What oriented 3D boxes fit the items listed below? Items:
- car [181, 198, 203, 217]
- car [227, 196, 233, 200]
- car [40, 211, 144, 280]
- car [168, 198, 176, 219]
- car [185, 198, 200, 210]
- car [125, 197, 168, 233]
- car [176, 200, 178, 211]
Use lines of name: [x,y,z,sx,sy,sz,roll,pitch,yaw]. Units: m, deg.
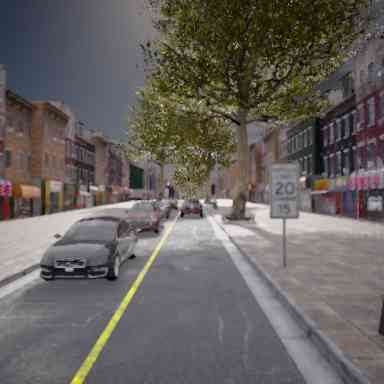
car: [0.005,1.396,32.155,2.097,1.767,4.553,0,0,0]
car: [12.149,1.564,91.479,4.829,1.417,1.752,-1,-1,0]
car: [-2.845,1.551,10.139,1.837,1.490,4.892,0,0,0]
car: [-2.809,1.536,29.693,2.128,1.511,4.902,0,0,0]
car: [0.041,1.622,45.914,1.994,1.385,4.181,0,0,1]
car: [-2.821,1.398,19.824,2.097,1.767,4.553,0,0,0]
car: [-2.757,1.557,42.206,1.882,1.535,5.008,0,0,0]
